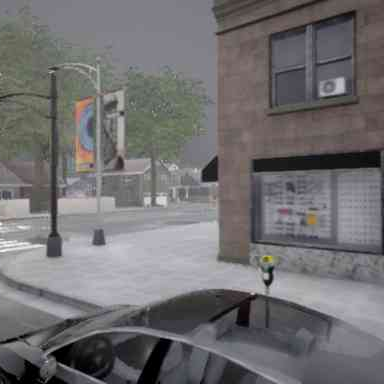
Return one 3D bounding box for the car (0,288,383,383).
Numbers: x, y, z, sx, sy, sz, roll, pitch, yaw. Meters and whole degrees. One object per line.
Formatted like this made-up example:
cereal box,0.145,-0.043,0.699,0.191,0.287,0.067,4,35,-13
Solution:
car,-0.068,1.573,2.858,4.313,1.339,1.947,0,0,35
